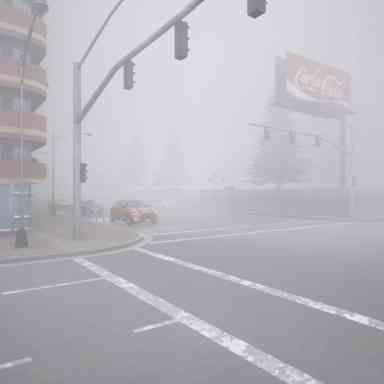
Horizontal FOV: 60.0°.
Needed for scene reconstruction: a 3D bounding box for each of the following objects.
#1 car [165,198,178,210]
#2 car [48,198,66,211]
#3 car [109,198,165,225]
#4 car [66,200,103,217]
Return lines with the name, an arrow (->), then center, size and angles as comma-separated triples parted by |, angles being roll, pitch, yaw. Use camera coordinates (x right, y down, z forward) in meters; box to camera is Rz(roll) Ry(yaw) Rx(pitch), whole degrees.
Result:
car -> -3.482, 1.526, 41.161 | 1.812, 1.442, 4.674 | 0, 0, -36
car -> -15.991, 1.478, 40.213 | 1.882, 1.535, 5.008 | 0, 0, -36
car -> -4.234, 1.352, 23.949 | 2.097, 1.767, 4.553 | 0, 0, -36
car -> -10.150, 1.492, 32.124 | 2.128, 1.511, 4.902 | 0, 0, -36
